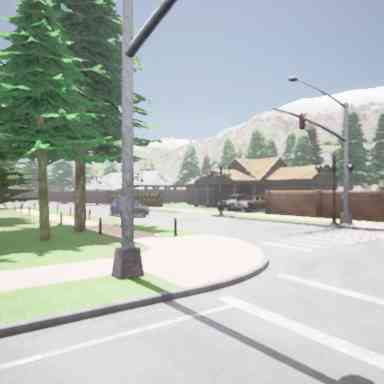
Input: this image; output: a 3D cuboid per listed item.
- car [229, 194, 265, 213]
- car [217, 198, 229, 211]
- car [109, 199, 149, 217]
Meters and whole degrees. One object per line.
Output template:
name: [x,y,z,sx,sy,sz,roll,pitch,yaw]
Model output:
car: [6.525,1.168,35.014,4.605,1.855,1.932,0,0,-37]
car: [4.704,1.169,36.790,3.866,1.878,1.905,0,0,-37]
car: [-5.689,1.339,29.929,2.097,1.767,4.553,0,0,-37]
